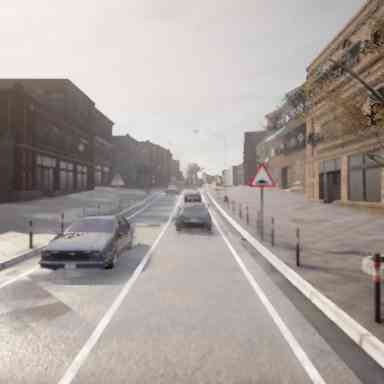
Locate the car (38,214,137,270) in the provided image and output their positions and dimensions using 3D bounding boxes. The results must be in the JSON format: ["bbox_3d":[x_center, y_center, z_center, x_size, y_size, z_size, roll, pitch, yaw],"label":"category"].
[{"bbox_3d":[-3.096,1.477,11.129,2.033,1.411,5.357,0,1,0],"label":"car"}]

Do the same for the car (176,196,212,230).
[{"bbox_3d":[0.100,1.271,19.115,1.994,1.385,4.181,0,4,0],"label":"car"}]

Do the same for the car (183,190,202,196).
[{"bbox_3d":[0.094,0.502,36.667,2.128,1.511,4.902,0,3,0],"label":"car"}]

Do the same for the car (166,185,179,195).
[{"bbox_3d":[-3.023,-0.365,51.527,1.812,1.442,4.674,0,3,1],"label":"car"}]
